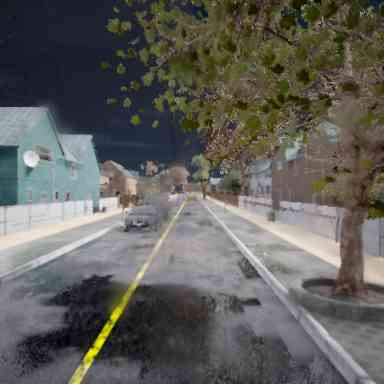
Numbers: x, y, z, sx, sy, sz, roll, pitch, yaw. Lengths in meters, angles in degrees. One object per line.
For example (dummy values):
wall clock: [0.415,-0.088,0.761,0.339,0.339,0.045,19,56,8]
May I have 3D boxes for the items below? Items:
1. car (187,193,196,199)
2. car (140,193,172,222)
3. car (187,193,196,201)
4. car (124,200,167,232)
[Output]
car: [-0.027,1.016,81.612,2.128,1.511,4.902,0,0,0]
car: [-2.760,1.121,25.796,2.150,2.045,5.566,0,0,0]
car: [-0.025,1.174,71.326,1.882,1.535,5.008,0,0,0]
car: [-2.757,1.466,19.697,1.837,1.490,4.892,0,0,0]
